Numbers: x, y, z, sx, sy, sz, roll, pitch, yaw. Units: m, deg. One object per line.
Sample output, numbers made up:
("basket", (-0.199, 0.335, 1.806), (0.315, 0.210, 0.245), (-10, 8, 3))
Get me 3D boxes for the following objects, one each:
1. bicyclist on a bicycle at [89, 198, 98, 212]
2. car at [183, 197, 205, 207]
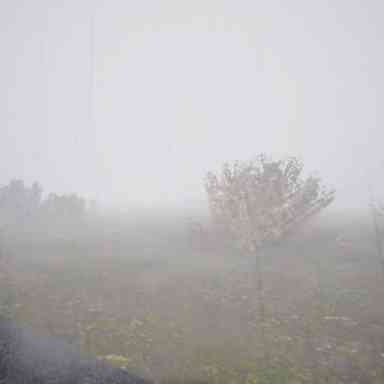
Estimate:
("bicyclist on a bicycle", (-11.135, 1.482, 37.358), (1.656, 1.620, 0.582), (0, 0, 36))
("car", (0.359, 1.688, 60.118), (2.097, 1.767, 4.553), (-1, -1, 36))
